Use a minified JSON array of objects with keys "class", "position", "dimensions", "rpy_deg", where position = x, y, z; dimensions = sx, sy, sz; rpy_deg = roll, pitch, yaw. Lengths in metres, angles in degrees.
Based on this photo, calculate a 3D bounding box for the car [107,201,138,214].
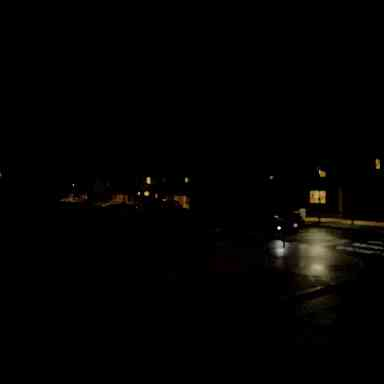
[{"class":"car","position":[-7.481,1.659,35.483],"dimensions":[1.895,1.301,4.718],"rpy_deg":[-1,1,-33]}]

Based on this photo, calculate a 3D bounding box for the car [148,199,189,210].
[{"class":"car","position":[-1.876,1.418,27.006],"dimensions":[2.097,1.767,4.553],"rpy_deg":[-1,1,-34]}]

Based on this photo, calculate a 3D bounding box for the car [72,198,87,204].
[{"class":"car","position":[-15.966,1.557,48.440],"dimensions":[1.895,1.301,4.718],"rpy_deg":[-1,1,-34]}]

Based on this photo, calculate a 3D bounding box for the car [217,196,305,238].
[{"class":"car","position":[3.600,1.291,18.731],"dimensions":[2.150,2.045,5.566],"rpy_deg":[-1,1,-33]}]
